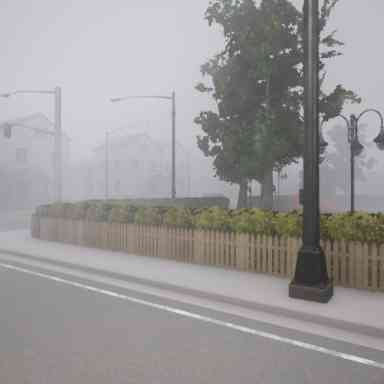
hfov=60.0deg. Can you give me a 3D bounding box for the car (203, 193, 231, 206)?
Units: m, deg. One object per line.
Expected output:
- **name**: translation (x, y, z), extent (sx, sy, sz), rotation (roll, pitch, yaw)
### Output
- **car**: translation (3.525, 1.212, 48.179), extent (2.150, 2.045, 5.566), rotation (0, 0, 35)

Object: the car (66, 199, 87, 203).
- **car**: translation (-11.599, 1.467, 32.796), extent (1.882, 1.535, 5.008), rotation (0, 0, 35)
